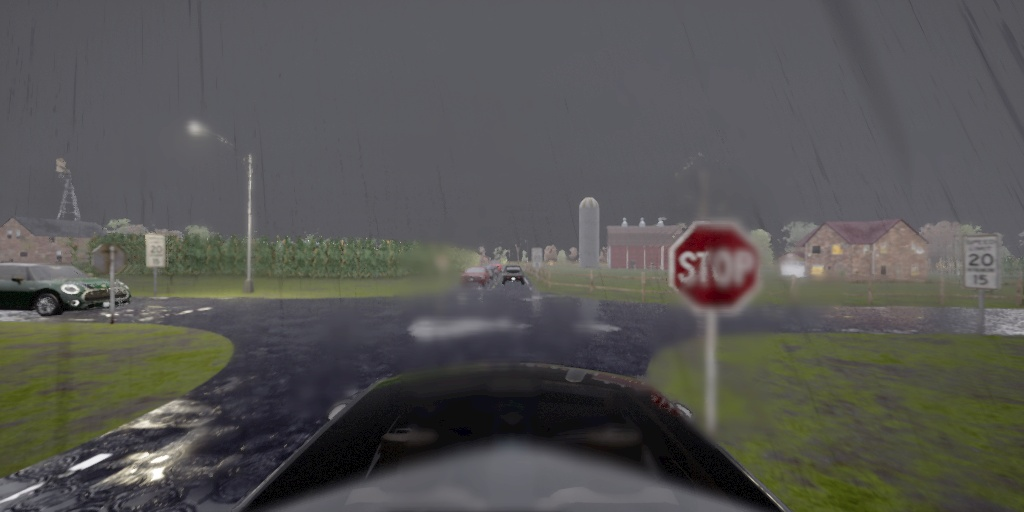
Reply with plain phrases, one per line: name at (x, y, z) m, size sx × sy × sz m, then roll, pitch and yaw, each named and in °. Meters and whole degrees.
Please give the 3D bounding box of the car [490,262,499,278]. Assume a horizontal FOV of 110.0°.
car at (-2.836, 1.725, 38.560) m, size 2.128 × 1.511 × 4.902 m, roll 0°, pitch -1°, yaw 0°

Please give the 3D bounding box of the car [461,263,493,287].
car at (-2.862, 1.582, 28.966) m, size 1.882 × 1.535 × 5.008 m, roll 0°, pitch -1°, yaw 1°

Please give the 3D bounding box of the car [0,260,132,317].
car at (-16.146, 1.038, 12.377) m, size 4.553 × 1.767 × 2.097 m, roll 1°, pitch 0°, yaw 0°

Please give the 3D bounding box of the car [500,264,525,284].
car at (0.106, 1.649, 31.960) m, size 1.837 × 1.490 × 4.892 m, roll 0°, pitch -1°, yaw 0°

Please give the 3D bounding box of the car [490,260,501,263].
car at (-2.784, 1.743, 59.325) m, size 2.150 × 2.045 × 5.566 m, roll 0°, pitch -1°, yaw 0°

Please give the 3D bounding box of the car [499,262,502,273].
car at (-2.822, 1.936, 48.605) m, size 1.994 × 1.385 × 4.181 m, roll 0°, pitch -1°, yaw 0°
